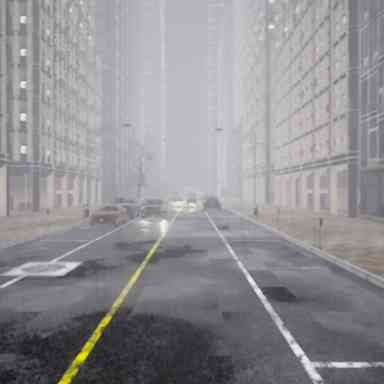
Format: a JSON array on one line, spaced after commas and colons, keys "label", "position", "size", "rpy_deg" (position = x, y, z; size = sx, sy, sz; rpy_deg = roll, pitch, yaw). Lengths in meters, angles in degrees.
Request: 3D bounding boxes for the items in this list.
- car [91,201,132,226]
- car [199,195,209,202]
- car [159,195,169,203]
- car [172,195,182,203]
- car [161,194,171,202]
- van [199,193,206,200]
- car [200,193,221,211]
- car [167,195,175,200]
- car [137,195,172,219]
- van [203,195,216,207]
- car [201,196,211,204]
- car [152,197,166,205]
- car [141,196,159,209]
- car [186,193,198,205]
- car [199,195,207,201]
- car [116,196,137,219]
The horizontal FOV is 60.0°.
[{"label": "car", "position": [-5.702, 1.538, 23.191], "size": [1.887, 1.381, 4.507], "rpy_deg": [0, 0, 0]}, {"label": "car", "position": [2.663, 1.474, 74.479], "size": [2.008, 1.369, 4.403], "rpy_deg": [0, 0, 0]}, {"label": "car", "position": [-5.716, 1.460, 68.608], "size": [1.752, 1.417, 4.829], "rpy_deg": [0, 0, 0]}, {"label": "car", "position": [-3.024, 1.411, 69.542], "size": [1.882, 1.535, 5.008], "rpy_deg": [0, 0, 0]}, {"label": "car", "position": [-5.719, 1.363, 74.478], "size": [1.967, 1.590, 4.097], "rpy_deg": [0, 0, 0]}, {"label": "van", "position": [2.659, 1.236, 85.875], "size": [1.690, 1.788, 3.998], "rpy_deg": [0, 0, 0]}, {"label": "car", "position": [2.373, 1.333, 40.487], "size": [2.097, 1.767, 4.553], "rpy_deg": [0, 0, 0]}, {"label": "car", "position": [-5.723, 1.445, 91.572], "size": [1.947, 1.339, 4.313], "rpy_deg": [0, 0, 0]}, {"label": "car", "position": [-3.109, 1.341, 28.614], "size": [2.097, 1.767, 4.553], "rpy_deg": [0, 0, 0]}, {"label": "van", "position": [2.669, 1.304, 51.682], "size": [1.690, 1.788, 3.998], "rpy_deg": [0, 0, 0]}, {"label": "car", "position": [2.666, 1.471, 63.250], "size": [1.752, 1.417, 4.829], "rpy_deg": [0, 0, 0]}, {"label": "car", "position": [-5.713, 1.505, 57.382], "size": [2.008, 1.369, 4.403], "rpy_deg": [0, 0, 0]}, {"label": "car", "position": [-5.709, 1.410, 45.984], "size": [1.967, 1.590, 4.097], "rpy_deg": [0, 0, 0]}, {"label": "car", "position": [-0.020, 1.444, 58.545], "size": [2.128, 1.511, 4.902], "rpy_deg": [0, 0, 0]}, {"label": "car", "position": [2.661, 1.491, 80.177], "size": [1.802, 1.307, 4.206], "rpy_deg": [0, 0, 0]}, {"label": "car", "position": [-5.704, 1.304, 28.890], "size": [2.192, 1.841, 5.009], "rpy_deg": [0, 0, 0]}]
